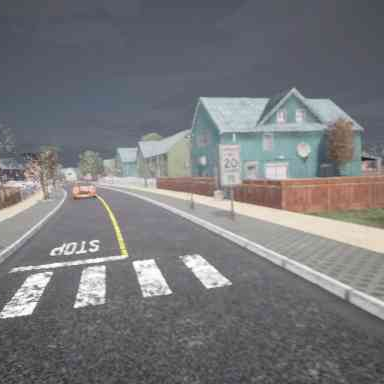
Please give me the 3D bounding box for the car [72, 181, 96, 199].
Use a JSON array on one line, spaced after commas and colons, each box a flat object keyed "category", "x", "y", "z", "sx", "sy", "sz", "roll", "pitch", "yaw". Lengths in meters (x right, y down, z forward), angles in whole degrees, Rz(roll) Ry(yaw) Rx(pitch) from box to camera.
[{"category": "car", "x": -11.097, "y": -0.314, "z": 34.138, "sx": 2.097, "sy": 1.767, "sz": 4.553, "roll": -5, "pitch": 4, "yaw": -19}]
